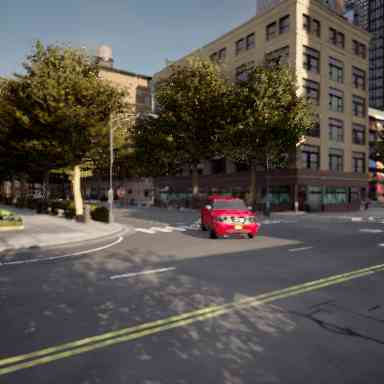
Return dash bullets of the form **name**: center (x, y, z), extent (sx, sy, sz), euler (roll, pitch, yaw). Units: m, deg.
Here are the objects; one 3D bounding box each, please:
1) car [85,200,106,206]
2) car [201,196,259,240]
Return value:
- **car**: center (-11.902, 1.639, 40.368), extent (1.994, 1.385, 4.181), euler (0, 0, -36)
- **car**: center (1.840, 1.286, 17.963), extent (2.150, 2.045, 5.566), euler (2, 0, -6)
